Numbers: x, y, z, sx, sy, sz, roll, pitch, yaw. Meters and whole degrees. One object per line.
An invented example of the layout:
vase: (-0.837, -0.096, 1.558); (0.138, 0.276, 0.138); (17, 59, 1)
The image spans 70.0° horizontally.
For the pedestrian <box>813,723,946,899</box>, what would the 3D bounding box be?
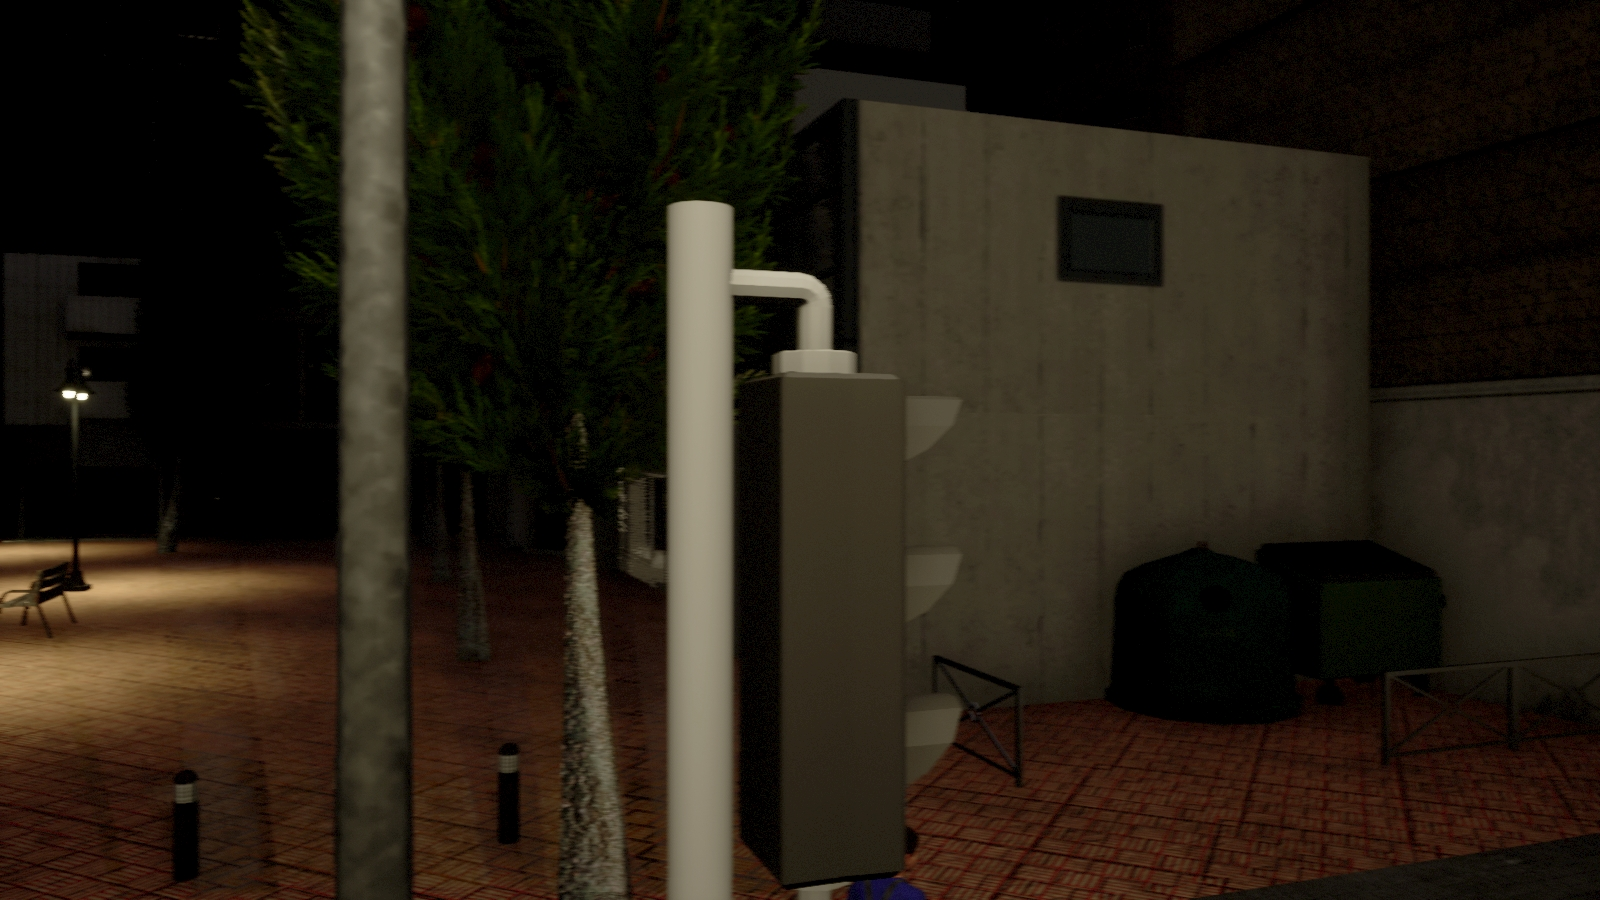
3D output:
pedestrian: (0.316, 1.802, 4.552); (0.375, 1.300, 0.375); (0, 0, -42)
